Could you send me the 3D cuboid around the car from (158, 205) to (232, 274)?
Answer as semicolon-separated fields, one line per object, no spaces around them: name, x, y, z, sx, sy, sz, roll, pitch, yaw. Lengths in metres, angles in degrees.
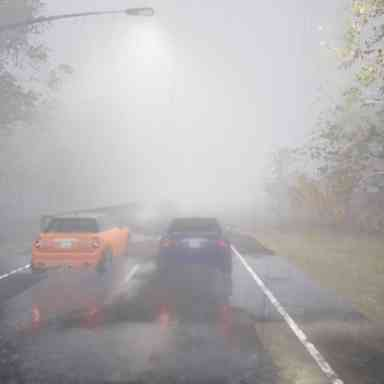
car;0.086;1.473;11.148;2.097;1.767;4.553;0;-1;0

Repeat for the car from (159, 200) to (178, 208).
car;-3.485;1.851;47.145;2.097;1.767;4.553;0;-1;0

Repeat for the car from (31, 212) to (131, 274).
car;-3.414;1.473;11.155;2.097;1.767;4.553;0;-1;0

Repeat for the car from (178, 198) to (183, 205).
car;-3.476;2.369;73.728;1.895;1.301;4.718;0;-1;0
